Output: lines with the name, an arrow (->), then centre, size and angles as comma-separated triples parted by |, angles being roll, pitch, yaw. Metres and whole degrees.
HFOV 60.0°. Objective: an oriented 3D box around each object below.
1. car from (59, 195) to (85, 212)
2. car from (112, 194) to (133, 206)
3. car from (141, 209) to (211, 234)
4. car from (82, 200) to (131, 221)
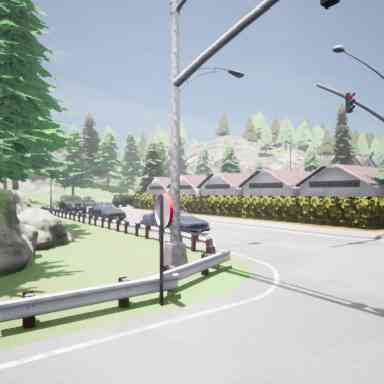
car -> -13.781, 1.411, 38.192 | 2.150, 2.045, 5.566 | 0, 0, -33
car -> -10.432, 1.398, 54.088 | 2.150, 2.045, 5.566 | 0, 0, 37
car -> -1.176, 1.739, 20.212 | 2.033, 1.411, 5.357 | 0, 0, -37
car -> -7.632, 1.739, 29.391 | 2.033, 1.411, 5.357 | 0, 0, -35
